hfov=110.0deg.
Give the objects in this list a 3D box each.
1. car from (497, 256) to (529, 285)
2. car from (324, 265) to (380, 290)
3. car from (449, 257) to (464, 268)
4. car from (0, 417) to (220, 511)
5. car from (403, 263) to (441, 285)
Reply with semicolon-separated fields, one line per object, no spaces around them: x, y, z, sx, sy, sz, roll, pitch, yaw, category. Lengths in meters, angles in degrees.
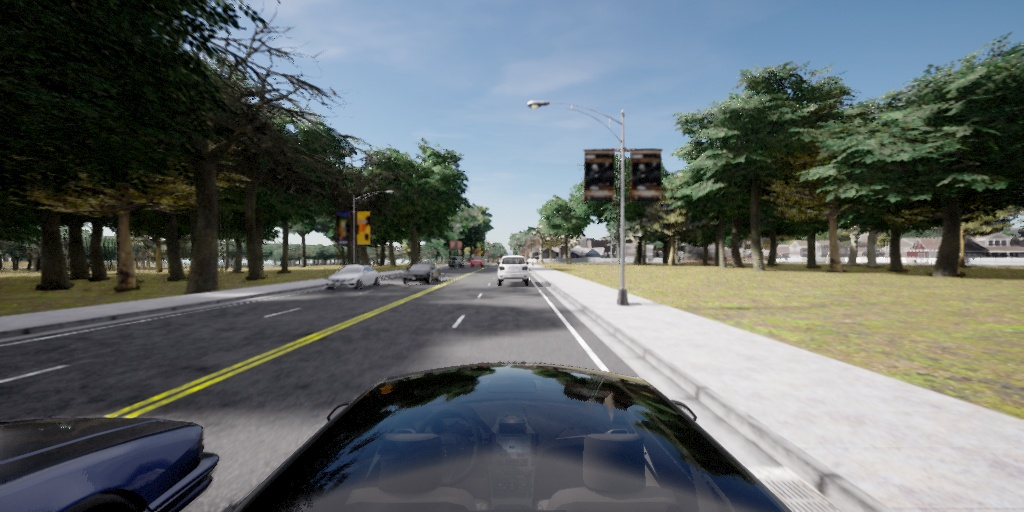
0.095;1.001;26.578;2.150;2.045;5.566;0;0;0;car
-9.847;1.296;22.570;1.812;1.442;4.674;0;0;0;car
-9.785;1.131;63.706;2.150;2.045;5.566;0;0;0;car
-3.151;1.298;0.209;2.033;1.411;5.357;0;0;0;car
-6.602;1.257;26.640;1.882;1.535;5.008;0;0;0;car
